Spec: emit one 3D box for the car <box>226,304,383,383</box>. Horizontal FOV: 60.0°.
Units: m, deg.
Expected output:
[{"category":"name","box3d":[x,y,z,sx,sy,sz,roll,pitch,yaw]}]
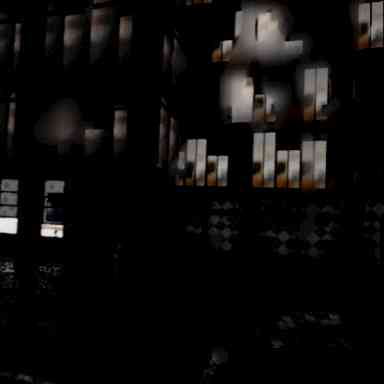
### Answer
[{"category":"car","box3d":[2.971,1.480,2.180,5.566,2.045,2.150,1,-3,17]}]
